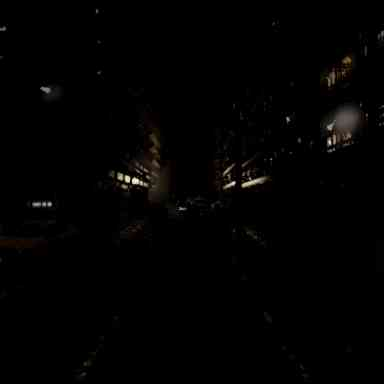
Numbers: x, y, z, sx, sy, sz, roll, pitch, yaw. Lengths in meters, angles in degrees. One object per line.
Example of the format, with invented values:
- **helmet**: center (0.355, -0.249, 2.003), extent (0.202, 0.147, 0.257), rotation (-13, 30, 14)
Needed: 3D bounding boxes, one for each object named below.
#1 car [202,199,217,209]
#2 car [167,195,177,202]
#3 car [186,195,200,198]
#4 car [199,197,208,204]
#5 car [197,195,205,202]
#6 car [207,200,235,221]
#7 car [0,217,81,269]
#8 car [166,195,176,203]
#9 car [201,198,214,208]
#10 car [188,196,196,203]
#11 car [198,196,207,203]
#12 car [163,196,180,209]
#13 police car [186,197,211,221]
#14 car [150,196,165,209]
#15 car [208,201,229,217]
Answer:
- **car**: center (2.599, 1.769, 50.272), extent (1.887, 1.381, 4.507), rotation (1, 0, 0)
- **car**: center (-5.265, 1.798, 89.051), extent (2.192, 1.841, 5.009), rotation (1, 0, 0)
- **car**: center (0.019, 1.535, 64.571), extent (2.150, 2.045, 5.566), rotation (0, 0, 0)
- **car**: center (2.607, 1.945, 77.925), extent (1.887, 1.381, 4.507), rotation (1, 0, 0)
- **car**: center (2.582, 1.841, 94.520), extent (2.192, 1.841, 5.009), rotation (1, 0, 0)
- **car**: center (2.593, 1.653, 28.150), extent (1.887, 1.381, 4.507), rotation (1, 0, 0)
- **car**: center (-5.290, 1.564, 11.461), extent (1.752, 1.417, 4.829), rotation (2, 0, 0)
- **car**: center (-5.267, 1.757, 83.521), extent (2.192, 1.841, 5.009), rotation (1, 0, 0)
- **car**: center (2.600, 1.807, 55.804), extent (2.008, 1.369, 4.403), rotation (1, 0, 0)
- **car**: center (0.023, 1.796, 79.545), extent (1.882, 1.535, 5.008), rotation (0, 0, 0)
- **car**: center (2.618, 1.881, 83.458), extent (1.967, 1.590, 4.097), rotation (1, 0, 0)
- **car**: center (-2.816, 1.726, 49.757), extent (1.837, 1.490, 4.892), rotation (0, 0, 0)
- **police car**: center (0.718, 1.537, 28.926), extent (1.930, 1.638, 5.238), rotation (0, 0, 0)
- **car**: center (-5.281, 1.749, 50.168), extent (1.752, 1.417, 4.829), rotation (2, 0, 0)
- **car**: center (2.595, 1.661, 33.852), extent (1.752, 1.417, 4.829), rotation (1, 0, 0)
